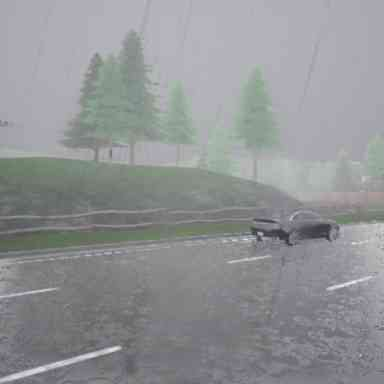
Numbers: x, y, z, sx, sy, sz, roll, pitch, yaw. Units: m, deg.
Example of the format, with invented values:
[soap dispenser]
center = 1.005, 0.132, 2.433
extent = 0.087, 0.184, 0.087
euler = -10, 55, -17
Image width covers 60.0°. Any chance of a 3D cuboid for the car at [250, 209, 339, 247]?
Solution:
[car]
center = 4.818, 1.541, 15.273
extent = 4.902, 1.511, 2.128
euler = 1, 0, -36
